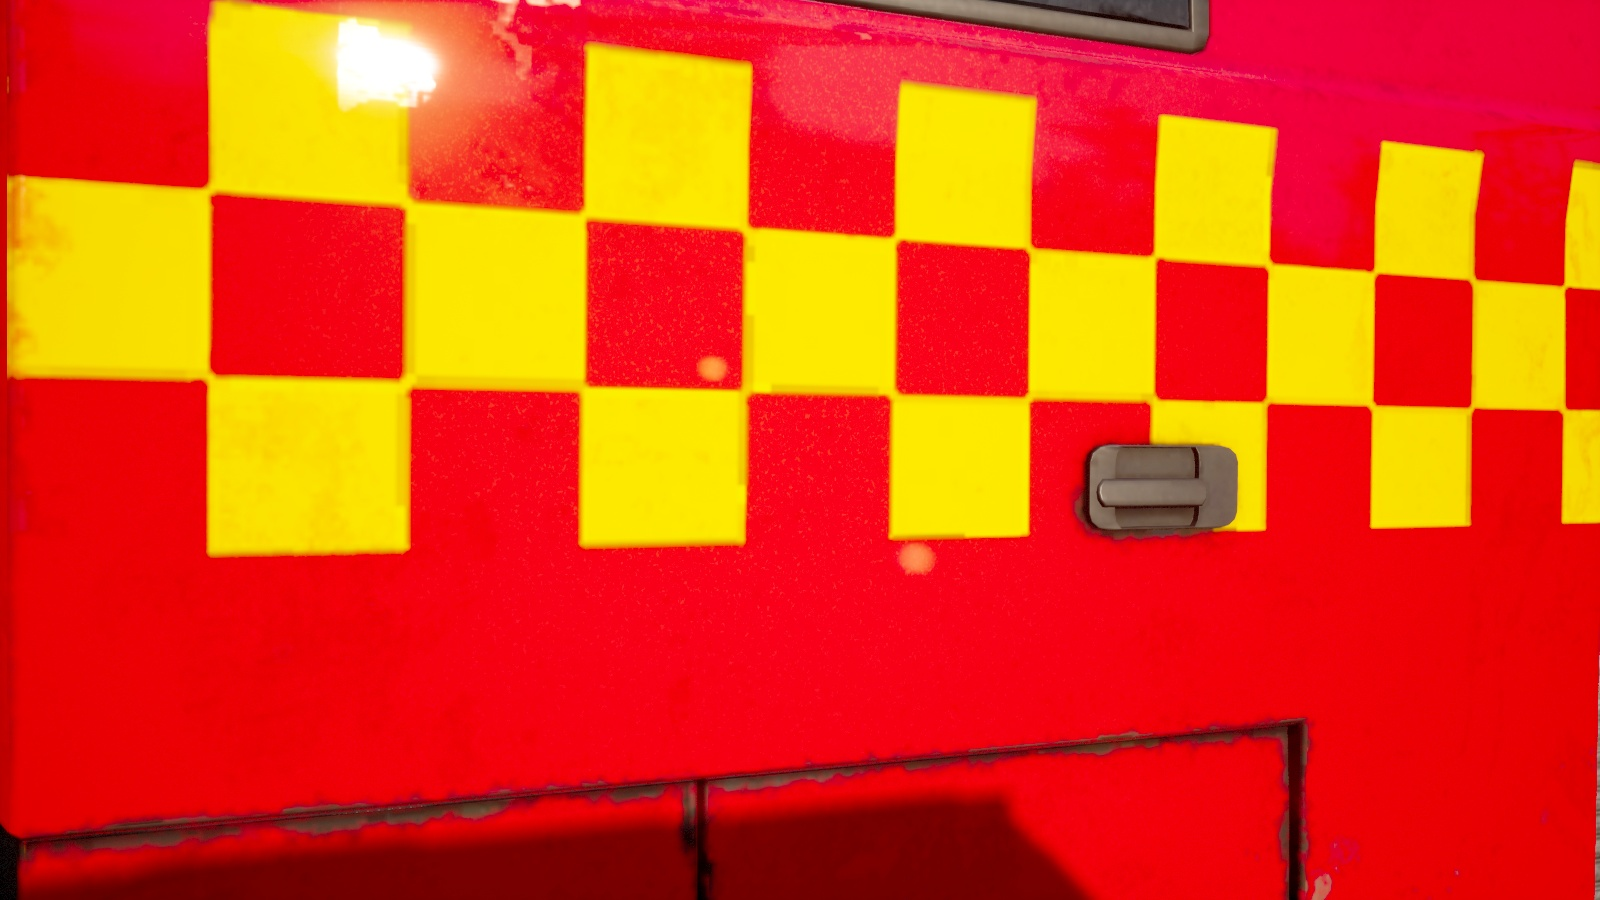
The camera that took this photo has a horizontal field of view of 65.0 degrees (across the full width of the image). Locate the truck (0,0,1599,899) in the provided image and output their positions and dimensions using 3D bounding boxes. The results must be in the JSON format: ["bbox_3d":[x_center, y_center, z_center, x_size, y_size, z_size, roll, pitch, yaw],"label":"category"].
[{"bbox_3d":[0.048,-0.420,3.242,8.468,3.827,2.891,-1,1,-21],"label":"truck"}]
